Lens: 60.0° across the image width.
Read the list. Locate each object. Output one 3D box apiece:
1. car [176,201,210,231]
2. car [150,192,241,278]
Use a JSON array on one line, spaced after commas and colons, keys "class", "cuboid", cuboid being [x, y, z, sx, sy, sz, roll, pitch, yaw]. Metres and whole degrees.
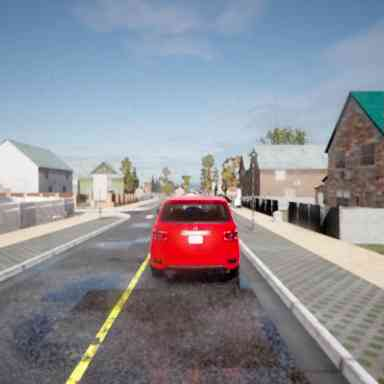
[{"class": "car", "cuboid": [0.038, 1.334, 19.853, 1.812, 1.442, 4.674, 0, 1, 0]}, {"class": "car", "cuboid": [0.070, 1.116, 9.876, 2.150, 2.045, 5.566, 0, 0, 0]}]
